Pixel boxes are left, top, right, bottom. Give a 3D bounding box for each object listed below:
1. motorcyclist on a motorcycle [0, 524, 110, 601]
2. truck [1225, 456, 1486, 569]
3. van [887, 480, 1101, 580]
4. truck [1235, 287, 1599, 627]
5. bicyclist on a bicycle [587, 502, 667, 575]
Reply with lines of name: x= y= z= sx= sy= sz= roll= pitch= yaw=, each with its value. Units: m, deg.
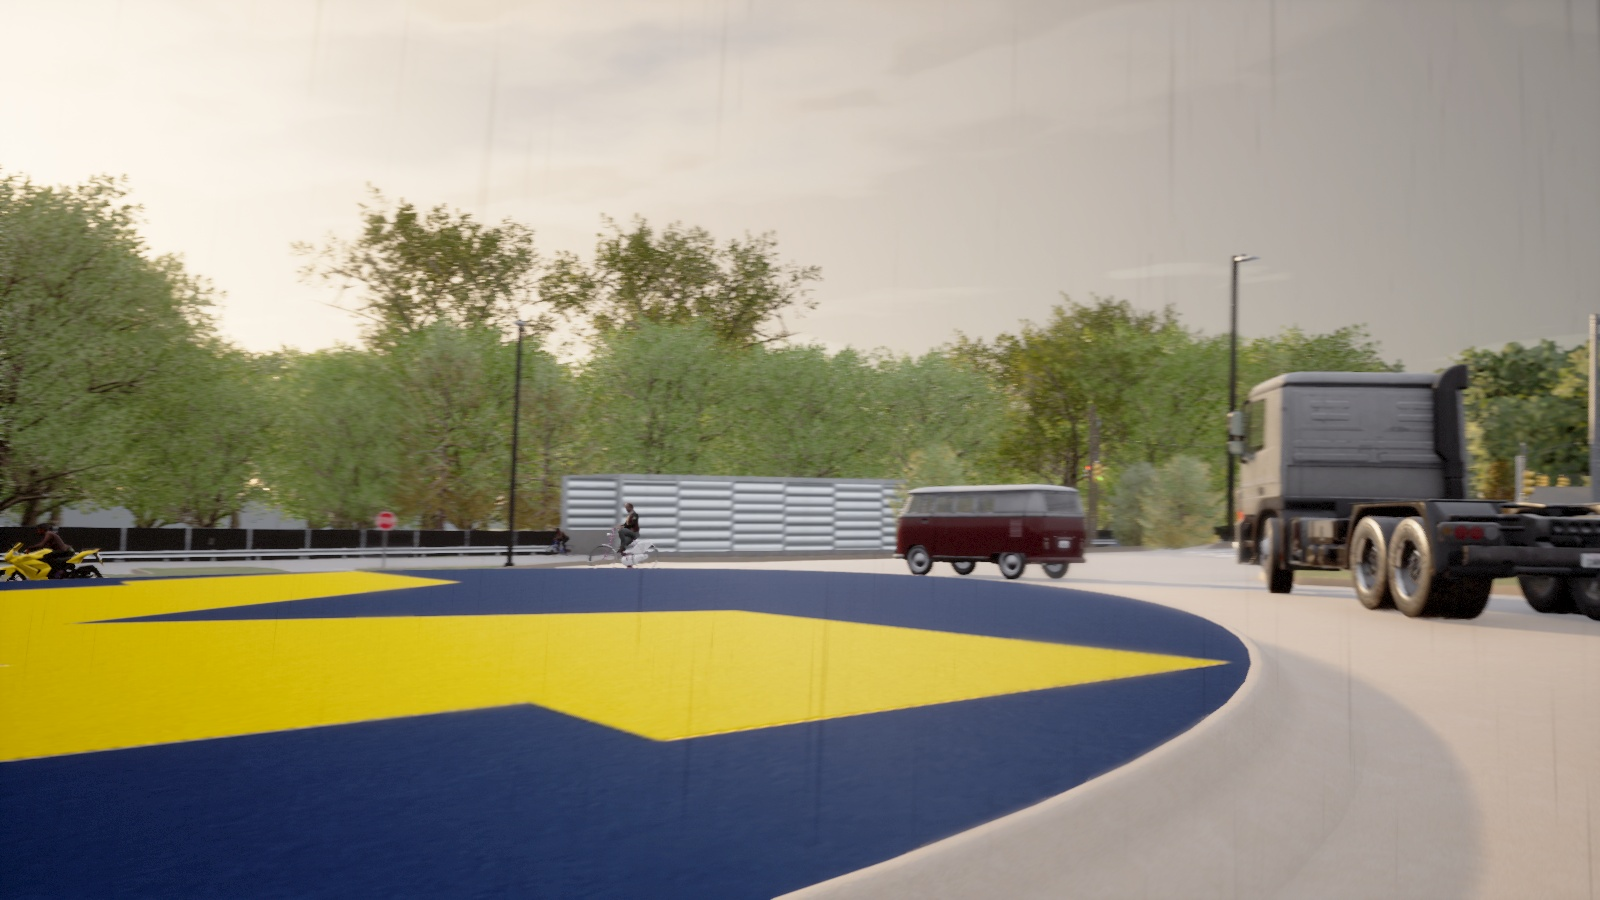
motorcyclist on a motorcycle: x=-15.722 y=2.357 z=26.361 sx=2.044 sy=1.523 sz=0.797 roll=0 pitch=-6 yaw=-20
truck: x=13.441 y=1.460 z=30.543 sx=5.204 sy=2.467 sz=2.627 roll=-1 pitch=-1 yaw=-14
van: x=4.090 y=1.733 z=27.086 sx=1.775 sy=1.987 sz=4.442 roll=4 pitch=-5 yaw=-42
truck: x=8.414 y=0.304 z=16.738 sx=2.891 sy=3.462 sz=7.936 roll=1 pitch=-3 yaw=4
bicyclist on a bicycle: x=-4.387 y=2.235 z=31.833 sx=1.843 sy=1.776 sz=0.659 roll=0 pitch=-4 yaw=-27
